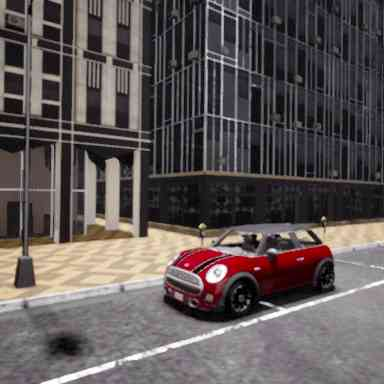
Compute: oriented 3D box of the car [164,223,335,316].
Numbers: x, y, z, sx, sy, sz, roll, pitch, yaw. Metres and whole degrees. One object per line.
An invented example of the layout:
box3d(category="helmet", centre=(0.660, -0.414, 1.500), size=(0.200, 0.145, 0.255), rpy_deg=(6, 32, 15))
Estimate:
box3d(category="car", centre=(1.376, 1.491, 7.537), size=(4.097, 1.590, 1.967), rpy_deg=(1, 0, -36))
